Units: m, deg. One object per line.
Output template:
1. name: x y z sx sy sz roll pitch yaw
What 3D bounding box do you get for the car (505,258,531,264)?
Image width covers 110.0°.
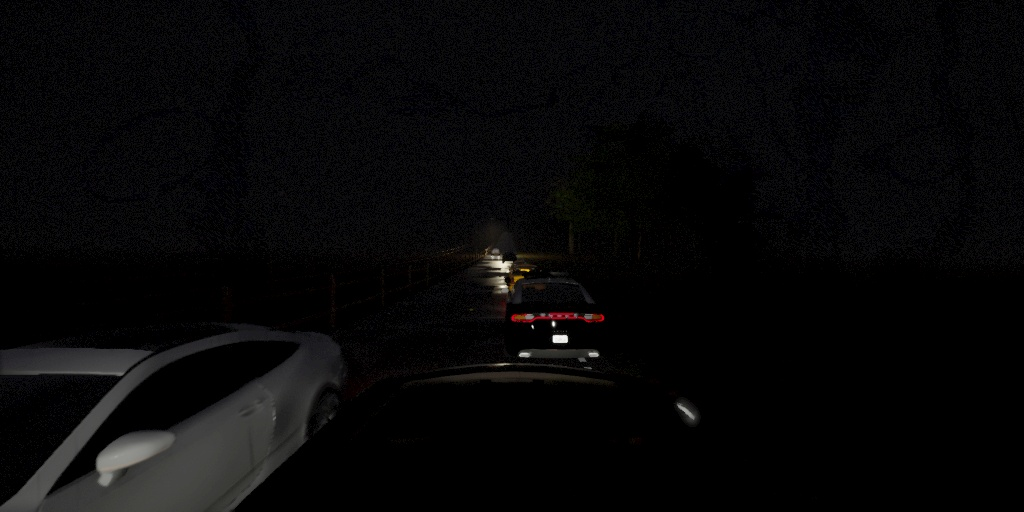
1. car: 0.689 1.072 18.576 1.801 1.575 5.366 0 1 0

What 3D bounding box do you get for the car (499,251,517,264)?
1. car: -0.354 0.112 51.823 2.097 1.767 4.553 0 2 0

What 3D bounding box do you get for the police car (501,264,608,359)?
1. police car: 0.775 1.149 8.499 1.930 1.638 5.238 0 0 0

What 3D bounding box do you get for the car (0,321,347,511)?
1. car: -2.750 1.275 2.310 1.812 1.442 4.674 0 0 0

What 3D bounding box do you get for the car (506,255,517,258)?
1. car: 0.638 0.969 24.574 1.801 1.575 5.366 0 1 0
